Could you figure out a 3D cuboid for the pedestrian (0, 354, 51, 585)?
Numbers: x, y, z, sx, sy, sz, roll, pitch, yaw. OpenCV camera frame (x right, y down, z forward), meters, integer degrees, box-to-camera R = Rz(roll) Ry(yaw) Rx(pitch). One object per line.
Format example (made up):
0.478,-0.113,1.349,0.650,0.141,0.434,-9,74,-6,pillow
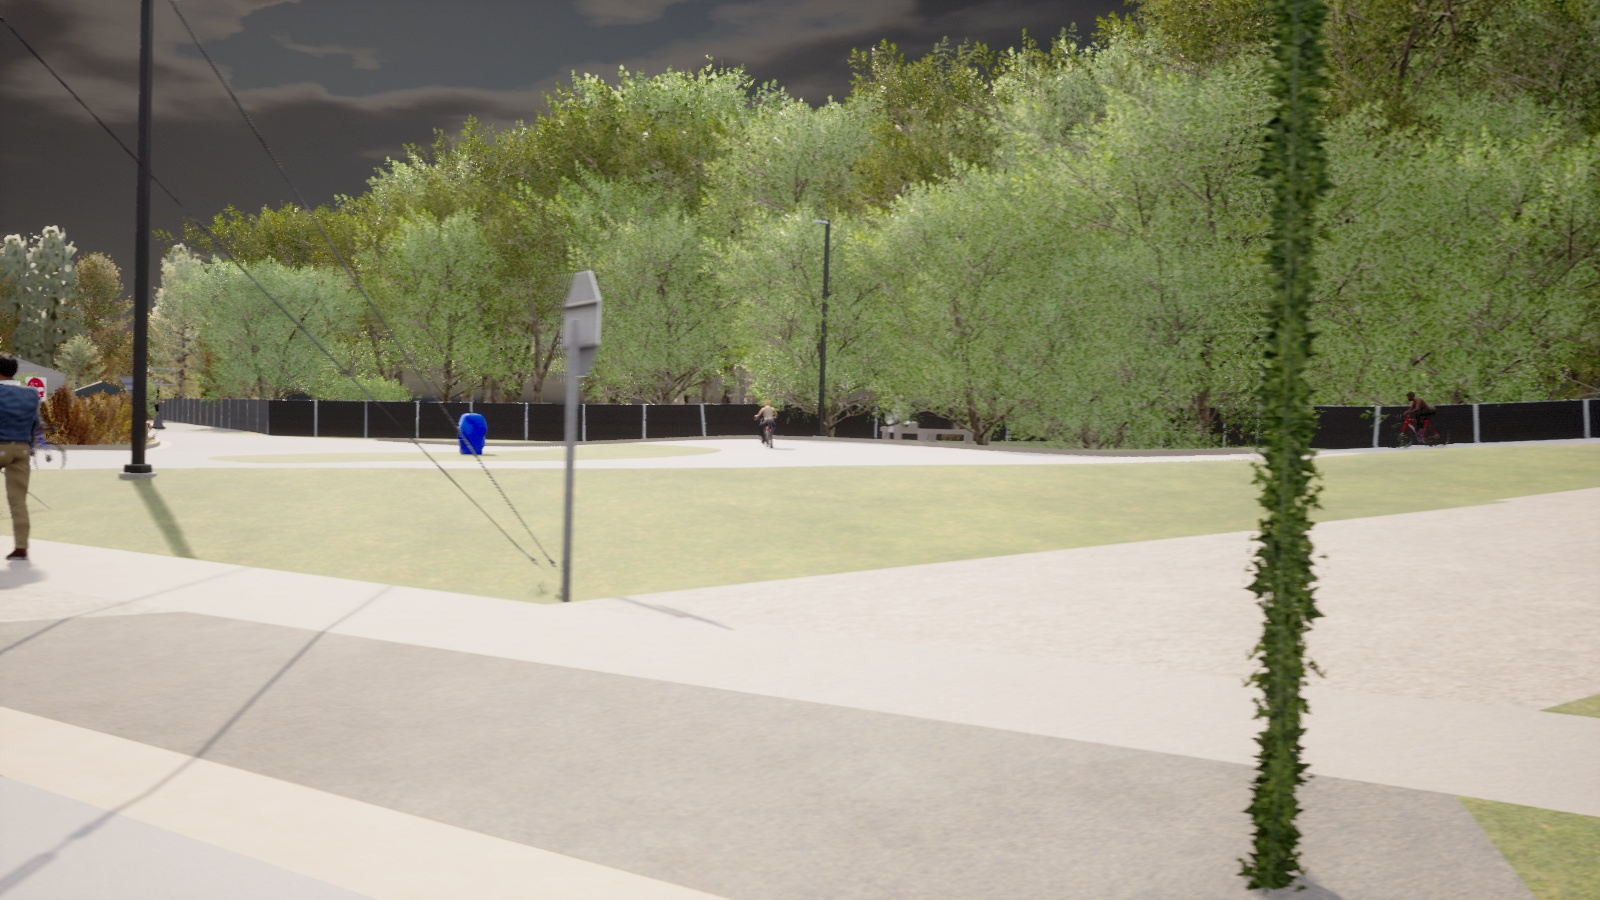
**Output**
-6.957,0.152,10.969,0.788,1.949,0.423,2,2,34,pedestrian

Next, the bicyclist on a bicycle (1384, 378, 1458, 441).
17.394,-1.135,35.204,1.656,1.620,0.582,-4,1,10,bicyclist on a bicycle

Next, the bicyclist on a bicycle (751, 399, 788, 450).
-1.011,-0.841,41.372,0.866,1.612,1.509,-3,2,-13,bicyclist on a bicycle

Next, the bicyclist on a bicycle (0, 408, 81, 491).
-15.350,-0.008,25.074,1.656,1.620,0.582,-1,1,7,bicyclist on a bicycle
